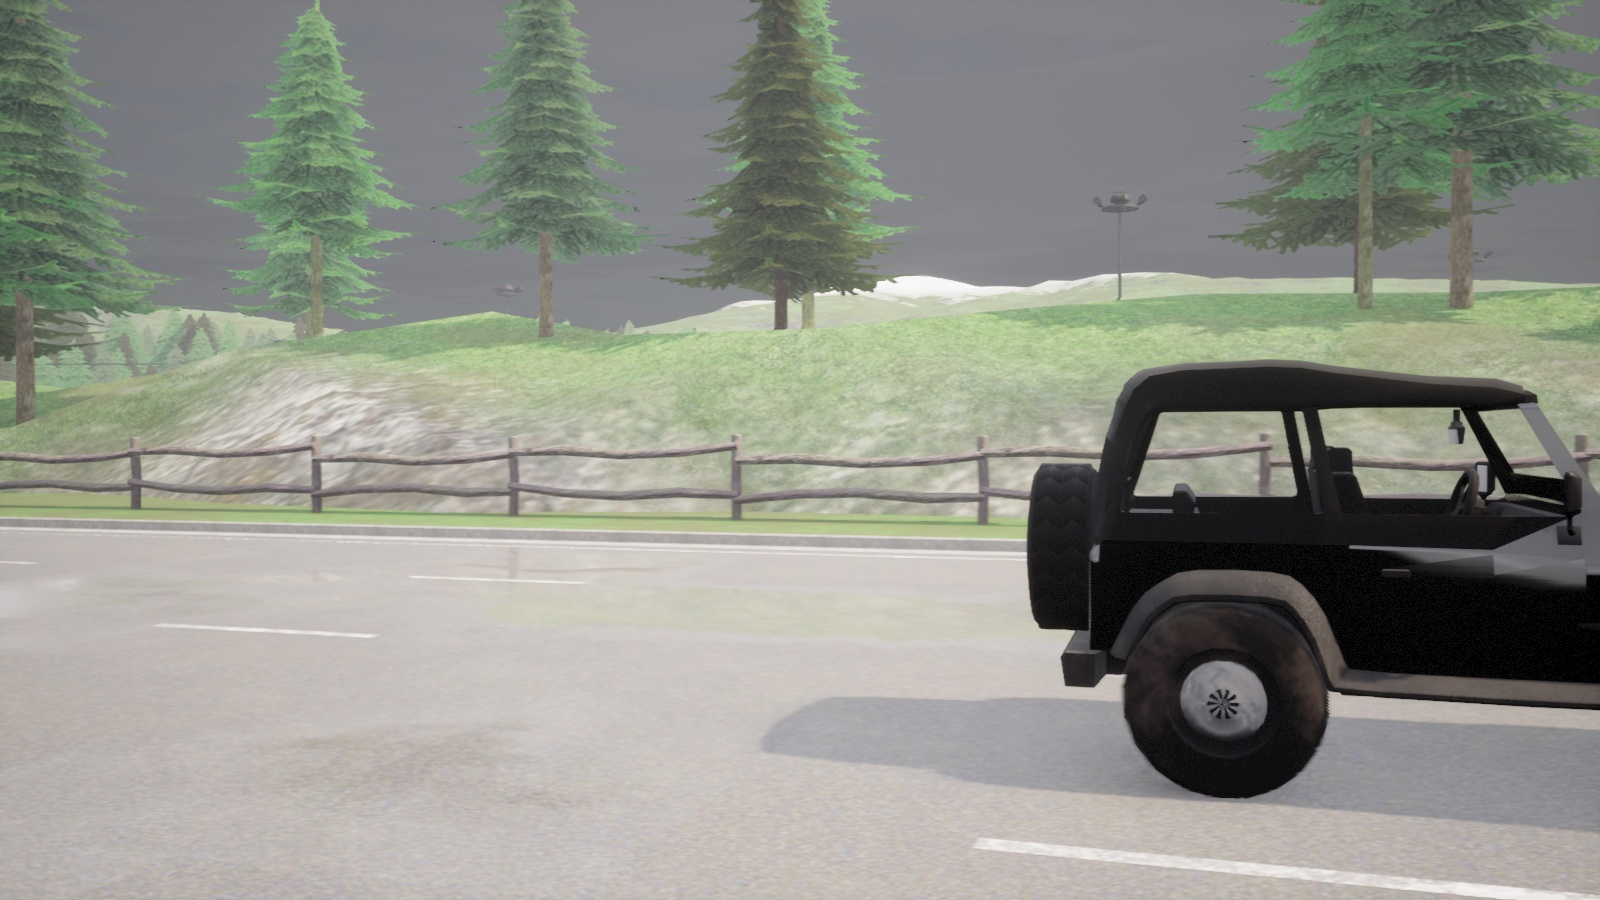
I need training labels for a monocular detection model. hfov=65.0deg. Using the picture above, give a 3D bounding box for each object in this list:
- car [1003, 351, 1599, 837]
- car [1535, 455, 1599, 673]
[{"bbox_3d":[3.029,0.542,5.862,3.866,1.878,1.905,1,1,17],"label":"car"},{"bbox_3d":[7.991,0.779,8.009,5.357,1.411,2.033,0,1,16],"label":"car"}]
